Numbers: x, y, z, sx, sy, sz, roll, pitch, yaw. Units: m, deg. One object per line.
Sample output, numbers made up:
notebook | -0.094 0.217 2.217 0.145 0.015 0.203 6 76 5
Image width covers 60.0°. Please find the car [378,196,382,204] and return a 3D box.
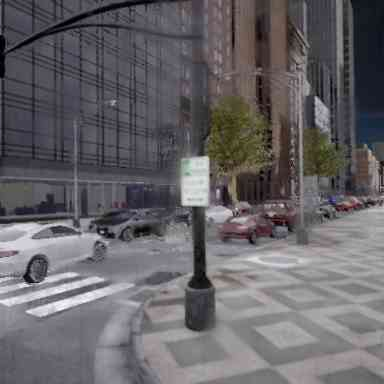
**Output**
car | 42.565 2.110 77.664 1.802 1.307 4.206 -1 -1 33

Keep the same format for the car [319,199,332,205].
car | 29.285 2.161 72.841 1.802 1.307 4.206 -1 -1 33

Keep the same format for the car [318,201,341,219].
car | 11.909 1.731 30.339 1.947 1.339 4.313 -1 -1 33

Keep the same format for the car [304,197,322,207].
car | 23.151 1.821 63.380 2.192 1.841 5.009 -1 -1 33

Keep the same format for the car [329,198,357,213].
car | 18.039 1.773 39.805 1.887 1.381 4.507 -1 -1 33

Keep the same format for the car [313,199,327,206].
car | 26.220 2.108 68.110 1.947 1.339 4.313 -1 -1 33

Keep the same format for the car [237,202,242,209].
car | 4.755 1.745 34.978 1.967 1.590 4.097 -1 -1 33

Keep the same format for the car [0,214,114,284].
car | -4.379 1.611 9.819 1.812 1.442 4.674 -3 -1 15

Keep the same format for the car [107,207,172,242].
car | -3.233 1.733 17.577 1.994 1.385 4.181 -1 -1 33

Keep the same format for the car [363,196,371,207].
car | 27.235 1.647 54.006 2.192 1.841 5.009 -1 -1 33

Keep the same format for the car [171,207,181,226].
car | -1.375 1.814 25.511 1.947 1.339 4.313 -1 -1 33

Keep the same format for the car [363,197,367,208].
car | 24.171 1.863 49.270 1.947 1.339 4.313 -1 -1 33

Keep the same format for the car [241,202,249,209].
car | 7.020 1.785 33.394 1.812 1.442 4.674 -1 -1 33

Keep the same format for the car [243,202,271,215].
car | 7.823 1.917 39.710 1.802 1.307 4.206 -1 -1 33

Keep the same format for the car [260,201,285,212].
car | 10.796 1.892 44.301 1.752 1.417 4.829 -1 -1 33

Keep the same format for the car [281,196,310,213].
car | 13.581 1.547 43.402 2.150 2.045 5.566 -1 -1 34

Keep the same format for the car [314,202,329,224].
car | 8.843 1.703 25.608 1.947 1.339 4.313 -1 -1 33

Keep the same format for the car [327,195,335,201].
car | 22.524 1.561 51.458 2.150 2.045 5.566 -1 -2 33

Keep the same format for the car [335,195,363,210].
car | 21.103 1.577 44.541 2.192 1.841 5.009 -1 -1 33

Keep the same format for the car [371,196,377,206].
car | 33.367 1.717 63.471 2.192 1.841 5.009 -1 -1 33

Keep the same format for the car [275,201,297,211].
car | 13.954 1.967 49.177 1.947 1.339 4.313 -1 -1 33

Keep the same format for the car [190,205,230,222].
car | 1.691 1.858 30.244 1.802 1.307 4.206 -1 -1 33

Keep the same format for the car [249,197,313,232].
car | 5.776 1.424 20.879 2.192 1.841 5.009 -1 -1 33

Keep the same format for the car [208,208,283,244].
car | 2.712 1.666 16.142 1.802 1.307 4.206 -1 -1 33

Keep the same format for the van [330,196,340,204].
van | 35.414 2.008 82.312 1.690 1.788 3.998 -1 -1 33

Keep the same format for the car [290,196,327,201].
car | 12.925 1.459 36.645 2.150 2.045 5.566 -1 -1 33

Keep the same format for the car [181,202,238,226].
car | 1.418 1.734 24.756 1.812 1.442 4.674 -1 -1 33

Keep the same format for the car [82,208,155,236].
car | -4.441 1.789 20.777 1.947 1.339 4.313 -1 -1 33
